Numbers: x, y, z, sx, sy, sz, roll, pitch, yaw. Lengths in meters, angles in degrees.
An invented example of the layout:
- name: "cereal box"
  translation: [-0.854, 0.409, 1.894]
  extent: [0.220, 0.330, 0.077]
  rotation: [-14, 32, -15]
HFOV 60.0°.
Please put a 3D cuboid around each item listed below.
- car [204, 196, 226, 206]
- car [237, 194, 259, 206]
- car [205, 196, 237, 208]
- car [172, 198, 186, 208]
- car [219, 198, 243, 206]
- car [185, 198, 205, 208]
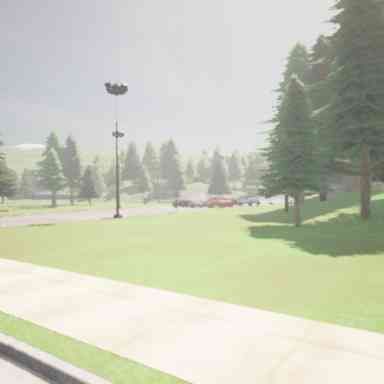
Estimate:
- name: "car"
  translation: [4.531, 1.654, 64.390]
  extent: [2.097, 1.767, 4.553]
  rotation: [-1, 0, 35]
- name: "car"
  translation: [10.280, 1.443, 60.399]
  extent: [2.150, 2.045, 5.566]
  rotation: [-1, 0, 35]
- name: "car"
  translation: [4.582, 1.587, 52.242]
  extent: [2.097, 1.767, 4.553]
  rotation: [-1, 0, 36]
- name: "car"
  translation: [-1.399, 1.807, 55.913]
  extent: [2.128, 1.511, 4.902]
  rotation: [-1, 0, 36]
- name: "car"
  translation: [7.408, 1.809, 62.393]
  extent: [2.033, 1.411, 5.357]
  rotation: [-1, 0, 35]
- name: "car"
  translation: [1.491, 1.877, 53.933]
  extent: [1.895, 1.301, 4.718]
  rotation: [-1, 0, 36]
